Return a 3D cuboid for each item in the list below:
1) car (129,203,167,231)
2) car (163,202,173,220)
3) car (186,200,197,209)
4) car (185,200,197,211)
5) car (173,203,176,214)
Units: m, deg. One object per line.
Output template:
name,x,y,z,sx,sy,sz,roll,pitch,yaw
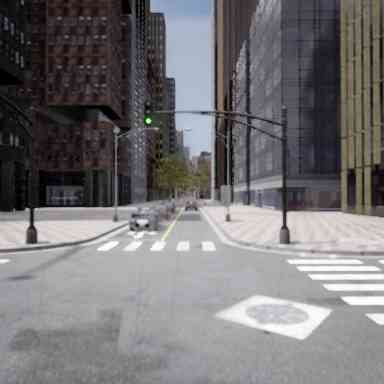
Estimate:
car,-3.131,1.794,23.114,2.128,1.511,4.902,0,-1,-1
car,-3.143,1.955,32.944,1.812,1.442,4.674,0,-1,0
car,-0.120,2.315,63.177,2.128,1.511,4.902,0,-1,0
car,-0.097,2.217,53.173,1.812,1.442,4.674,0,-1,0
car,-3.162,2.042,43.299,1.882,1.535,5.008,0,-1,0
